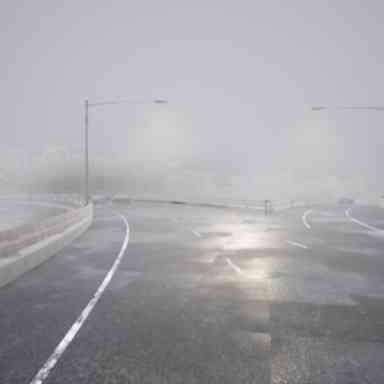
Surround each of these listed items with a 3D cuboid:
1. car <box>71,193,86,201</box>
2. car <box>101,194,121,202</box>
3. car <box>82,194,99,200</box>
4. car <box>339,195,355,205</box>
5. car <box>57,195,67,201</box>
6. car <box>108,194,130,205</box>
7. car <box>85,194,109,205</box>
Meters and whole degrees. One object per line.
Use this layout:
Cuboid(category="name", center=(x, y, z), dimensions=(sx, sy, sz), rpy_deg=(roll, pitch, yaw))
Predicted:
Cuboid(category="car", center=(-24.438, 1.088, 72.299), dimensions=(2.097, 1.767, 4.553), rpy_deg=(-1, 0, -42))
Cuboid(category="car", center=(-16.668, 1.227, 68.398), dimensions=(2.128, 1.511, 4.902), rpy_deg=(-1, 0, -40))
Cuboid(category="car", center=(-23.240, 1.088, 76.205), dimensions=(4.181, 1.385, 1.994), rpy_deg=(0, 0, 45))
Cuboid(category="car", center=(24.179, 1.254, 51.936), dimensions=(1.812, 1.442, 4.674), rpy_deg=(0, -1, 31))
Cuboid(category="car", center=(-28.235, 1.282, 71.294), dimensions=(4.674, 1.442, 1.812), rpy_deg=(0, 0, 45))
Cuboid(category="car", center=(-11.790, 1.238, 54.979), dimensions=(1.882, 1.535, 5.008), rpy_deg=(0, 0, -31))
Cuboid(category="car", center=(-15.500, 1.309, 54.363), dimensions=(1.812, 1.442, 4.674), rpy_deg=(0, 0, -31))
